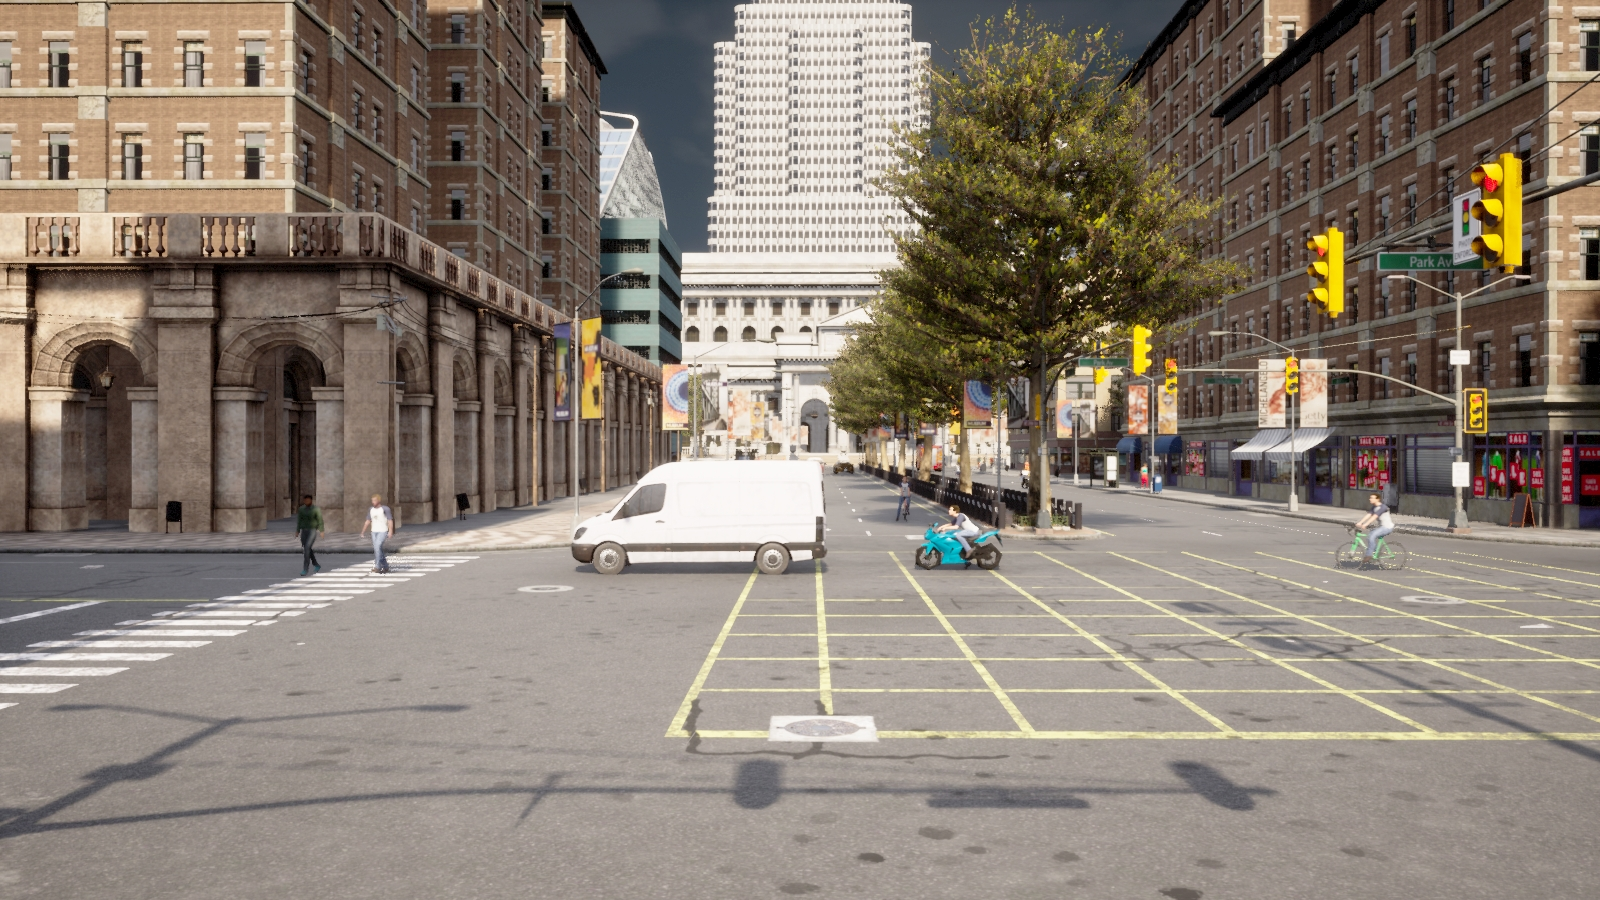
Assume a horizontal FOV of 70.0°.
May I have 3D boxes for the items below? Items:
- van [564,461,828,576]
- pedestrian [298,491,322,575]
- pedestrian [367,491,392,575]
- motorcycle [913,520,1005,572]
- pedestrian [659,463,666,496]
[{"bbox_3d":[-2.331,1.534,26.559,5.915,2.561,1.988,0,0,0],"label":"van"},{"bbox_3d":[-10.951,1.848,25.519,0.375,1.860,0.375,0,0,1],"label":"pedestrian"},{"bbox_3d":[-9.396,1.849,25.544,0.375,1.860,0.375,0,0,14],"label":"pedestrian"},{"bbox_3d":[3.672,2.213,26.507,2.033,1.145,0.803,0,0,0],"label":"motorcycle"},{"bbox_3d":[-7.824,1.696,65.063,0.375,1.860,0.375,0,0,2],"label":"pedestrian"}]
